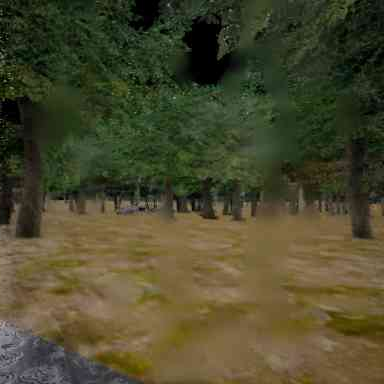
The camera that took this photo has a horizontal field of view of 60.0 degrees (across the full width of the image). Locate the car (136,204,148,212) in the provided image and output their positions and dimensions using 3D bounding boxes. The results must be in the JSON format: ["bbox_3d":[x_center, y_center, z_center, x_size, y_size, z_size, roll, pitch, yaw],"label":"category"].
[{"bbox_3d":[-12.013,3.530,74.458,2.097,1.767,4.553,-2,-3,33],"label":"car"}]

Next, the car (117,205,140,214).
[{"bbox_3d":[-13.123,3.791,67.245,1.994,1.385,4.181,-2,-3,33],"label":"car"}]

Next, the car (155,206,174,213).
[{"bbox_3d":[-6.323,4.085,77.668,2.033,1.411,5.357,-2,-3,33],"label":"car"}]
